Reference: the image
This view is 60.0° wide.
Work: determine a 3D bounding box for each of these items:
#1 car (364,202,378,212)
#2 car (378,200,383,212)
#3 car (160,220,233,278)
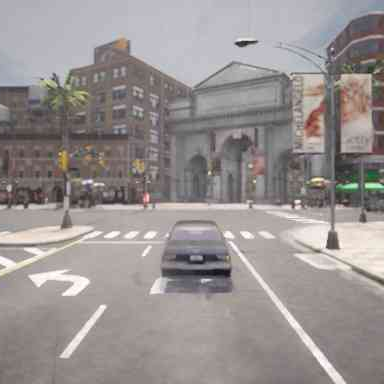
[{"bbox_3d":[22.245,1.636,38.548,4.181,1.385,1.994,0,0,0],"label":"car"},{"bbox_3d":[22.675,1.591,35.050,4.674,1.442,1.812,0,0,1],"label":"car"},{"bbox_3d":[0.121,1.567,10.150,2.033,1.411,5.357,0,0,0],"label":"car"}]
